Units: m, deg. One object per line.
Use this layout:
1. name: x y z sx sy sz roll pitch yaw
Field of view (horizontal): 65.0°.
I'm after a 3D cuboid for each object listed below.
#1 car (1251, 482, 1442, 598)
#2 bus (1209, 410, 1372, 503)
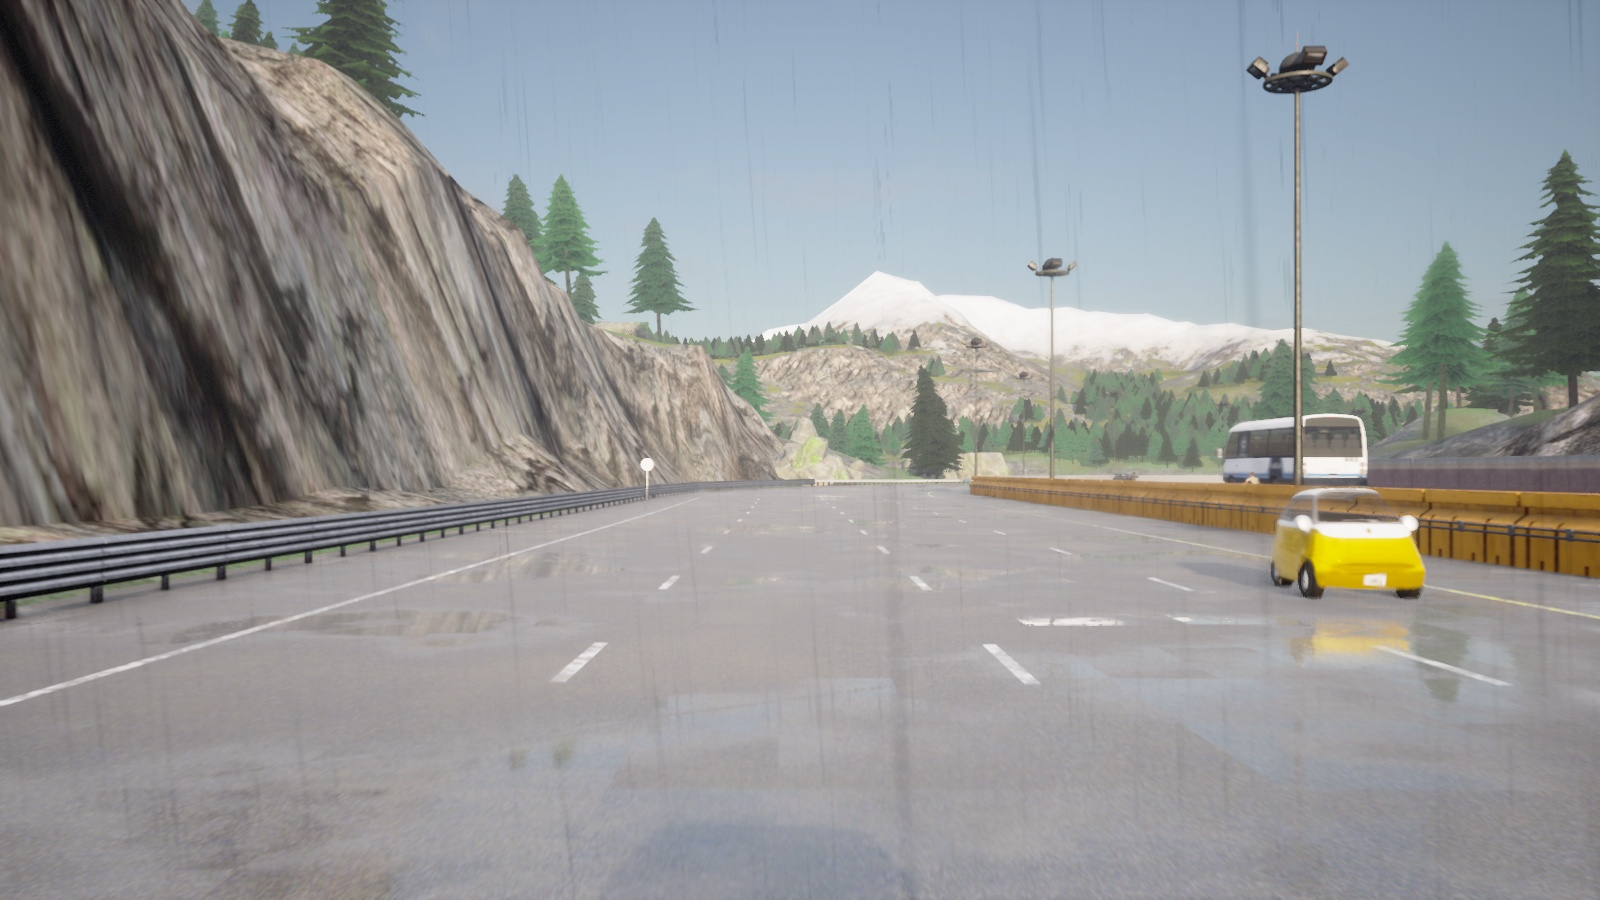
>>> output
1. car: 6.951 1.112 16.167 1.481 1.376 2.207 0 -1 0
2. bus: 24.088 0.388 62.512 3.944 4.253 10.273 0 -1 -1
